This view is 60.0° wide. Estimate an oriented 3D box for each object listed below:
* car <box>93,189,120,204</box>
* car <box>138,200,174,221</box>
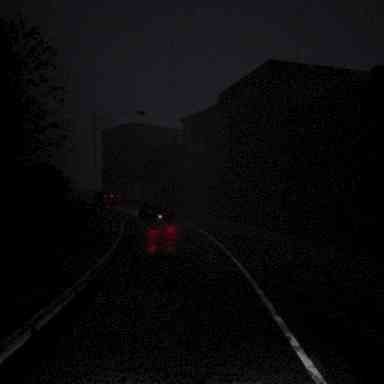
[{"bbox_3d":[-10.177,0.442,39.349,2.097,1.767,4.553,-1,2,-33],"label":"car"},{"bbox_3d":[-2.656,1.238,23.604,1.895,1.301,4.718,0,2,-16],"label":"car"}]
